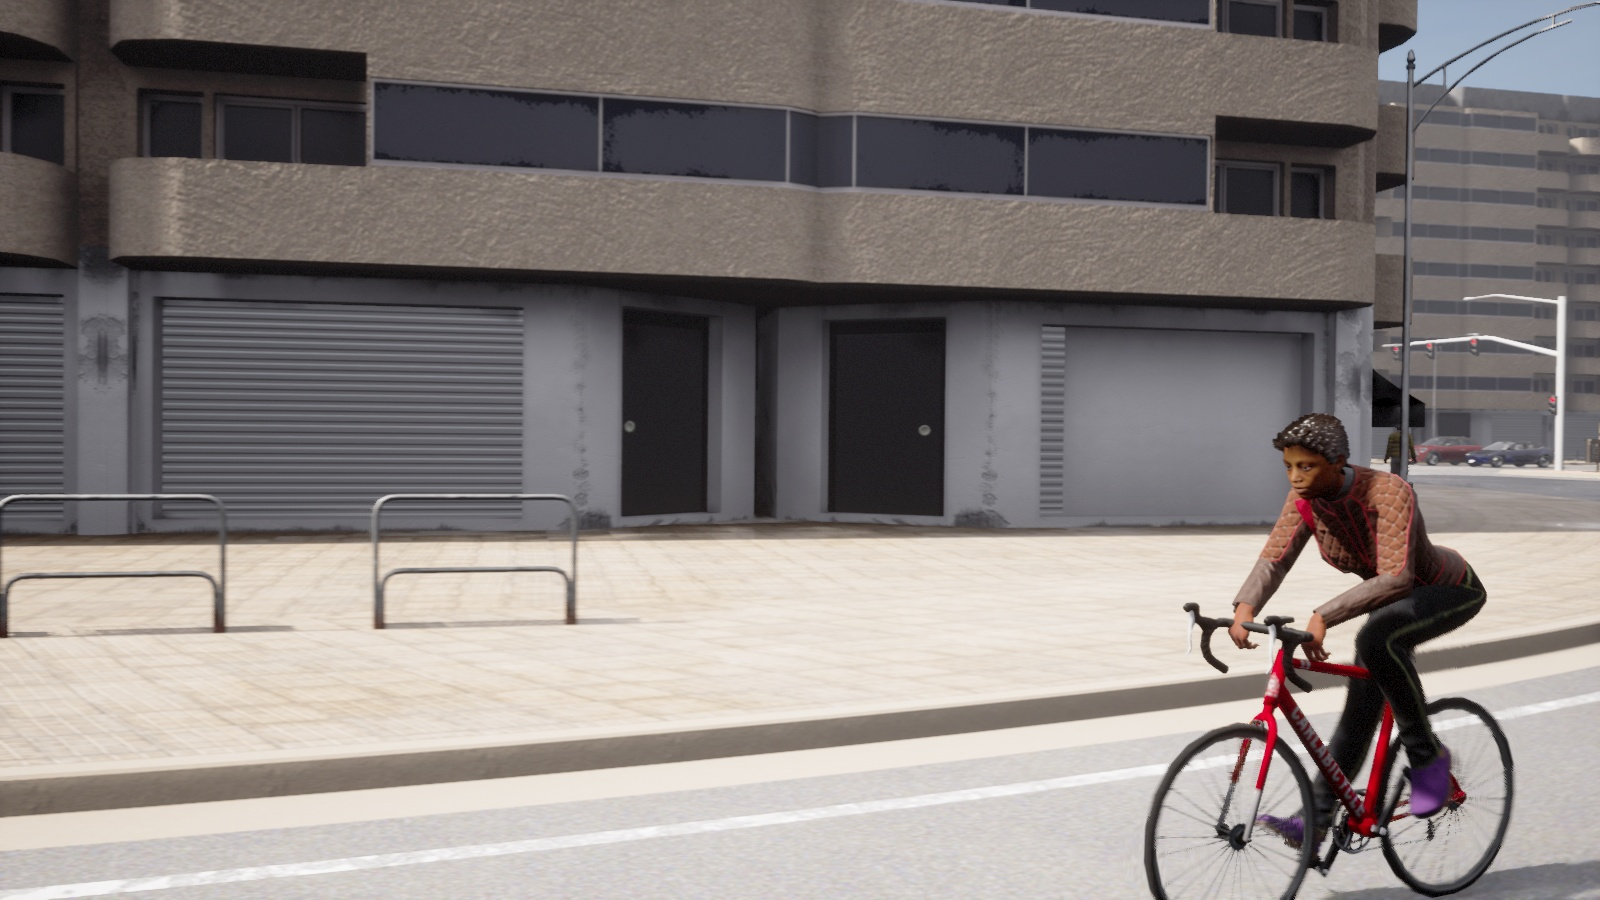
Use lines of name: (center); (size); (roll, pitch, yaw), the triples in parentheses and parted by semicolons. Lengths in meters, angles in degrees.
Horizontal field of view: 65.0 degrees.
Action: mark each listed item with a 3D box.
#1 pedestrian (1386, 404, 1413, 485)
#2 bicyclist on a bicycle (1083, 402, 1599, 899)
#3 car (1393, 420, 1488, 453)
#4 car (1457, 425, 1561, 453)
pedestrian: (13.831, -0.136, 28.971); (0.431, 1.840, 0.709); (0, 1, 15)
bicyclist on a bicycle: (1.772, 0.671, 4.026); (1.656, 1.620, 0.582); (-1, 1, -26)
car: (36.887, -0.785, 72.367); (4.553, 1.767, 2.097); (-1, 1, -13)
car: (39.073, -0.622, 69.274); (4.792, 1.488, 2.163); (-1, 1, -13)
